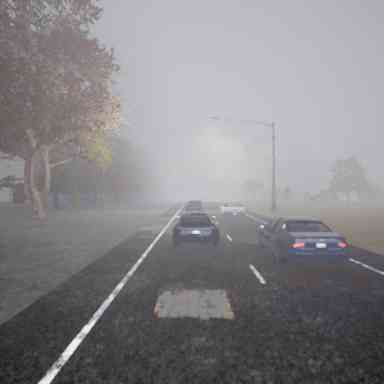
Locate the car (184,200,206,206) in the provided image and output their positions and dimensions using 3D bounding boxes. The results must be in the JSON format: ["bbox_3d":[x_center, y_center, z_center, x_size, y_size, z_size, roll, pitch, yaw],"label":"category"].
[{"bbox_3d":[0.269,1.518,32.787,1.837,1.490,4.892,0,0,0],"label":"car"}]

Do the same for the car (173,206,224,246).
[{"bbox_3d":[0.171,1.570,15.292,1.994,1.385,4.181,0,0,0],"label":"car"}]

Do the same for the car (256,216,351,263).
[{"bbox_3d":[3.655,1.553,11.893,2.033,1.411,5.357,0,0,0],"label":"car"}]

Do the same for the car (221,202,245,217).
[{"bbox_3d":[3.761,1.614,31.396,1.895,1.301,4.718,0,0,0],"label":"car"}]
